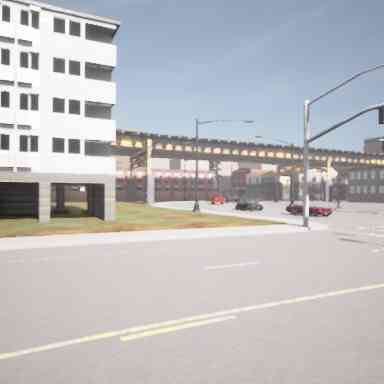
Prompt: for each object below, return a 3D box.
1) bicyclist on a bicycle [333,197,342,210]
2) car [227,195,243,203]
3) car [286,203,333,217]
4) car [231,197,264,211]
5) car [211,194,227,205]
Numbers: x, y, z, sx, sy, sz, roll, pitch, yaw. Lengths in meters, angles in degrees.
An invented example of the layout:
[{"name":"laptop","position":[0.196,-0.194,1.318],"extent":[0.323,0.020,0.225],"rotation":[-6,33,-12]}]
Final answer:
[{"name":"bicyclist on a bicycle","position":[18.988,1.538,43.480],"extent":[1.656,1.620,0.582],"rotation":[0,0,-26]},{"name":"car","position":[9.467,1.784,75.380],"extent":[2.128,1.511,4.902],"rotation":[0,0,40]},{"name":"car","position":[11.720,1.763,33.432],"extent":[1.895,1.301,4.718],"rotation":[0,0,-26]},{"name":"car","position":[7.281,1.721,42.443],"extent":[1.994,1.385,4.181],"rotation":[0,0,-26]},{"name":"car","position":[5.066,1.427,65.592],"extent":[2.150,2.045,5.566],"rotation":[0,0,10]}]
